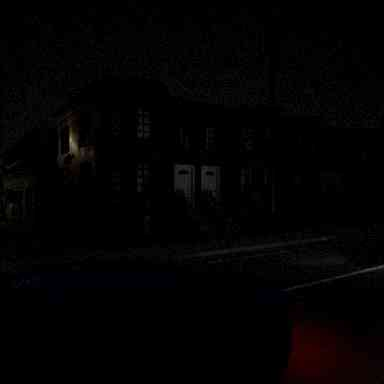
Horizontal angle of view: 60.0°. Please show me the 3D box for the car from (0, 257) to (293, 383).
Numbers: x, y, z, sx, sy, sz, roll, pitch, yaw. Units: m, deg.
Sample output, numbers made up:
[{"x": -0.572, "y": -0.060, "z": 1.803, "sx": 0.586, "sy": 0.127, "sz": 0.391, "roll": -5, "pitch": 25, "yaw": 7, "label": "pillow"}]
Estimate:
[{"x": -1.210, "y": 1.478, "z": 3.162, "sx": 5.008, "sy": 1.535, "sz": 1.882, "roll": 0, "pitch": 0, "yaw": -34, "label": "car"}]
